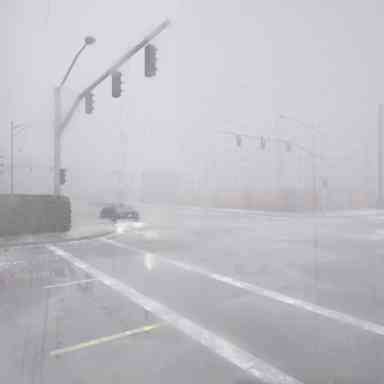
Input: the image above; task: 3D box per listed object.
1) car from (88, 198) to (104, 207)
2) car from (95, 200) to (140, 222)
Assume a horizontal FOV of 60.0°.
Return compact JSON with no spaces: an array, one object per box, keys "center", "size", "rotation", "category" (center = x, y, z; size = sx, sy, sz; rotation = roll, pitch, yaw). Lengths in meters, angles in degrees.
[{"center":[-14.519,1.559,51.207],"size":[1.994,1.385,4.181],"rotation":[0,0,-35],"category":"car"},{"center":[-5.715,1.561,26.153],"size":[1.994,1.385,4.181],"rotation":[0,0,-35],"category":"car"}]
